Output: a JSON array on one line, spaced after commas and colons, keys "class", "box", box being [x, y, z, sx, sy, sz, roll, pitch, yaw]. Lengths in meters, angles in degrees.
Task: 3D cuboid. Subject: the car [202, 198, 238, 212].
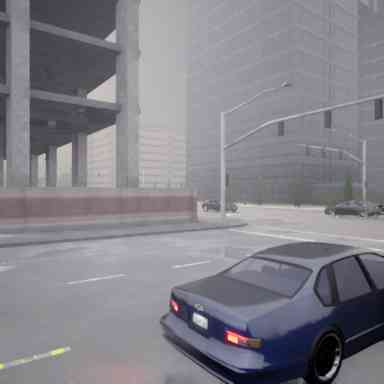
[{"class": "car", "box": [3.074, 1.494, 37.408, 1.837, 1.490, 4.892, 0, 0, -36]}]

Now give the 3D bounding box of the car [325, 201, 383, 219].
[{"class": "car", "box": [13.941, 1.479, 28.749, 2.128, 1.511, 4.902, 0, 0, -36]}]

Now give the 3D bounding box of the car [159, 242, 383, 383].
[{"class": "car", "box": [2.149, 1.545, 5.324, 5.357, 1.411, 2.033, 0, 0, -35]}]
